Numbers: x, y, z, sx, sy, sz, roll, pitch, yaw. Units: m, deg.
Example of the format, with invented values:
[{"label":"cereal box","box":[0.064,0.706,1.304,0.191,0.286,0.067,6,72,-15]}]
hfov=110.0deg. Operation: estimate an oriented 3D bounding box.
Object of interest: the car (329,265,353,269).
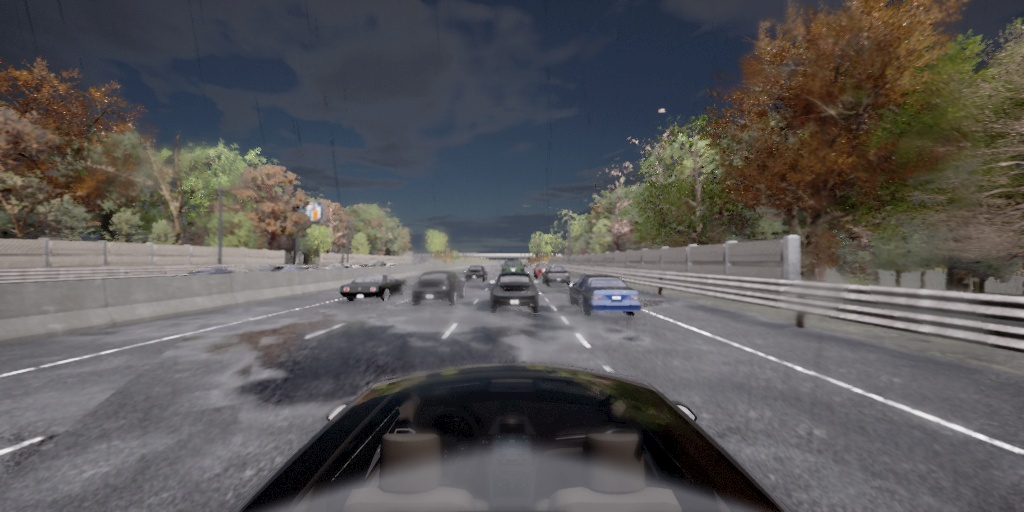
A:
[{"label":"car","box":[-17.584,1.715,36.509,1.837,1.490,4.892,0,-1,0]}]

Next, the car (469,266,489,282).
[{"label":"car","box":[-3.392,1.694,35.017,1.837,1.490,4.892,0,-1,0]}]

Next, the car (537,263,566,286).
[{"label":"car","box":[3.507,1.596,28.974,2.128,1.511,4.902,0,-1,0]}]

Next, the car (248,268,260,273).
[{"label":"car","box":[-24.583,1.713,36.387,1.837,1.490,4.892,0,-1,0]}]

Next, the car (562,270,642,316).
[{"label":"car","box":[3.461,1.455,14.306,2.033,1.411,5.357,0,-1,1]}]

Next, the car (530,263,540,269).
[{"label":"car","box":[3.509,1.613,40.921,2.097,1.767,4.553,0,-1,0]}]

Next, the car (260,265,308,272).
[{"label":"car","box":[-21.089,1.729,34.420,2.033,1.411,5.357,0,-1,0]}]

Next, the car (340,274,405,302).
[{"label":"car","box":[-6.895,1.571,18.526,1.895,1.301,4.718,0,-1,0]}]

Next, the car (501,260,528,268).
[{"label":"car","box":[0.105,1.401,34.301,2.150,2.045,5.566,0,-1,0]}]

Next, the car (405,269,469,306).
[{"label":"car","box":[-3.395,1.457,17.211,1.837,1.490,4.892,0,-1,0]}]

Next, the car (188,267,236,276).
[{"label":"car","box":[-28.084,1.737,33.731,1.994,1.385,4.181,0,-1,0]}]

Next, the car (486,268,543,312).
[{"label":"car","box":[0.103,1.430,15.164,1.837,1.490,4.892,0,-1,0]}]
